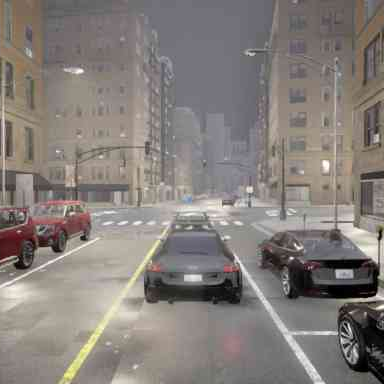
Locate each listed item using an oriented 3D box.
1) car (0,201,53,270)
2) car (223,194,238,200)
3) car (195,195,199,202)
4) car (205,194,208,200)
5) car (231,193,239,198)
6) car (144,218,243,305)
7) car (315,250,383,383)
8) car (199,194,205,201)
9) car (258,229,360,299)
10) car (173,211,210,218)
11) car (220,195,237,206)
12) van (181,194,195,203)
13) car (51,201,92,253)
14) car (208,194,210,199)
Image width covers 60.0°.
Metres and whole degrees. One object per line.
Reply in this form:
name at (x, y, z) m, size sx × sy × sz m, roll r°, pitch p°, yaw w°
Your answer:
car at (-5.687, 1.313, 8.260) m, size 2.192 × 1.841 × 5.009 m, roll -1°, pitch 0°, yaw 0°
car at (7.345, 1.483, 63.486) m, size 1.947 × 1.339 × 4.313 m, roll 0°, pitch 0°, yaw 9°
car at (-0.240, 1.332, 70.222) m, size 1.967 × 1.590 × 4.097 m, roll 0°, pitch 0°, yaw 9°
car at (2.283, 1.449, 86.518) m, size 1.802 × 1.307 × 4.206 m, roll 0°, pitch 0°, yaw 9°
car at (10.706, 1.196, 85.214) m, size 2.192 × 1.841 × 5.009 m, roll 0°, pitch 0°, yaw 9°
car at (0.038, 1.561, 8.165) m, size 1.994 × 1.385 × 4.181 m, roll 0°, pitch 0°, yaw 0°
car at (2.851, 1.565, 2.775) m, size 1.947 × 1.339 × 4.313 m, roll -1°, pitch 0°, yaw 0°
car at (1.416, 1.399, 80.918) m, size 1.752 × 1.417 × 4.829 m, roll 0°, pitch 0°, yaw 9°
car at (2.841, 1.563, 8.282) m, size 1.947 × 1.339 × 4.313 m, roll -1°, pitch 0°, yaw 0°
car at (-0.023, 1.594, 16.979) m, size 1.895 × 1.301 × 4.718 m, roll 0°, pitch 0°, yaw 0°
car at (5.663, 1.509, 52.622) m, size 1.947 × 1.339 × 4.313 m, roll 0°, pitch 0°, yaw 9°
van at (-1.082, 1.245, 64.789) m, size 1.690 × 1.788 × 3.998 m, roll 0°, pitch 0°, yaw 9°
car at (-5.696, 1.310, 13.768) m, size 2.192 × 1.841 × 5.009 m, roll -1°, pitch 0°, yaw 0°
car at (3.123, 1.303, 91.951) m, size 1.967 × 1.590 × 4.097 m, roll 0°, pitch 0°, yaw 9°
